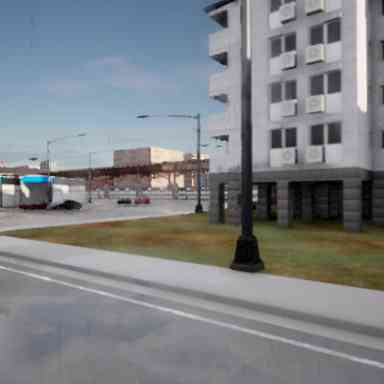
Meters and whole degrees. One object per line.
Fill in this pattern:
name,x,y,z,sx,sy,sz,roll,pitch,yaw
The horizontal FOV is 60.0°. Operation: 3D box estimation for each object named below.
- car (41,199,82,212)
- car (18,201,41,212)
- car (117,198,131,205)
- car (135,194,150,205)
car,-15.985,1.671,41.701,1.812,1.442,4.674,0,0,31
car,-19.517,1.762,42.558,1.895,1.301,4.718,0,0,32
car,-12.881,1.773,63.125,1.895,1.301,4.718,0,0,2
car,-9.382,1.364,63.078,2.150,2.045,5.566,0,0,1
